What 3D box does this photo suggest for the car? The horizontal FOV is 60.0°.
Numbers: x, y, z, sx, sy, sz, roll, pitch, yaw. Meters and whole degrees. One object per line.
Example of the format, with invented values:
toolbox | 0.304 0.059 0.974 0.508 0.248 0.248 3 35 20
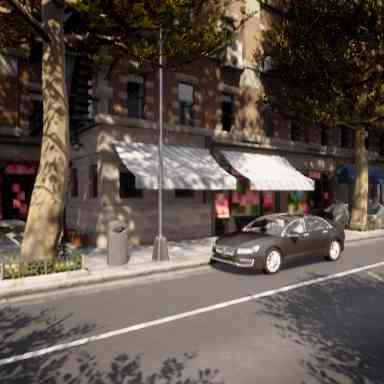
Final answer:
car | 2.833 1.436 10.355 4.892 1.521 2.231 0 0 -36
